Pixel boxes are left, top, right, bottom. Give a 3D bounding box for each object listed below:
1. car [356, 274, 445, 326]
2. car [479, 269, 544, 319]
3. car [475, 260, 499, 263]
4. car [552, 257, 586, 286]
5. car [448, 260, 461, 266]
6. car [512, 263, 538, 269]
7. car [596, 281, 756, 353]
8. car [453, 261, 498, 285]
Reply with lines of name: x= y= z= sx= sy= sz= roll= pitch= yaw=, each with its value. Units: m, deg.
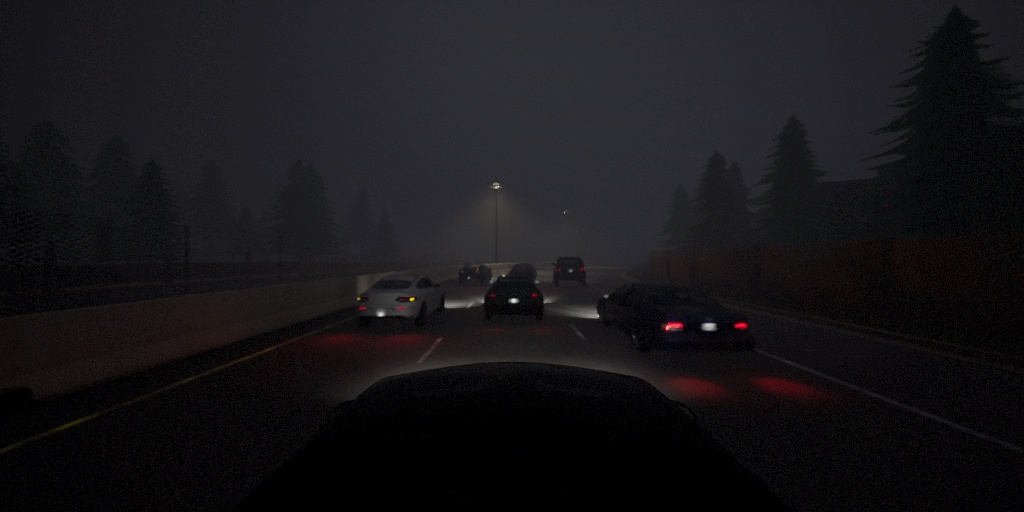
car: x=-3.435 y=1.314 z=11.715 sx=1.812 sy=1.442 sz=4.674 roll=0 pitch=-1 yaw=0
car: x=0.078 y=1.356 z=13.066 sx=1.994 sy=1.385 sz=4.181 roll=0 pitch=0 yaw=1
car: x=-3.193 y=1.440 z=54.849 sx=2.128 sy=1.511 sz=4.902 roll=0 pitch=0 yaw=22
car: x=4.155 y=1.066 z=26.258 sx=2.150 sy=2.045 sz=5.566 roll=0 pitch=0 yaw=6
car: x=-8.844 y=1.457 z=59.521 sx=2.128 sy=1.511 sz=4.902 roll=0 pitch=0 yaw=23
car: x=0.989 y=1.330 z=28.910 sx=1.882 sy=1.535 sz=5.008 roll=0 pitch=0 yaw=7
car: x=3.539 y=1.325 z=8.929 sx=2.033 sy=1.411 sz=5.357 roll=0 pitch=0 yaw=0
car: x=-2.721 y=1.339 z=27.477 sx=2.128 sy=1.511 sz=4.902 roll=0 pitch=0 yaw=7
